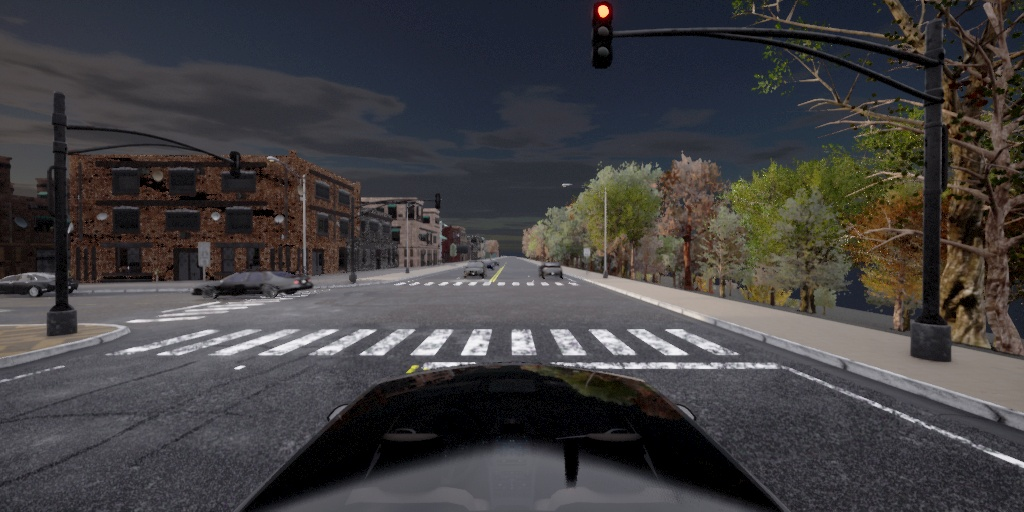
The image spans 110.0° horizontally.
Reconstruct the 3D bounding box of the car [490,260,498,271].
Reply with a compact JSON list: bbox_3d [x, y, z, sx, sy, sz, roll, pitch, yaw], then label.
[{"bbox_3d":[-3.326,1.342,48.317,1.895,1.301,4.718,0,0,0],"label":"car"}]

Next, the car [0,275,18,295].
[{"bbox_3d":[-25.055,1.620,15.195,4.902,1.511,2.128,-1,1,-1],"label":"car"}]

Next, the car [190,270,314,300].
[{"bbox_3d":[-13.392,1.451,18.689,5.357,1.411,2.033,-1,0,-1],"label":"car"}]

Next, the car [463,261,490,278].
[{"bbox_3d":[-3.316,1.246,33.068,1.837,1.490,4.892,0,0,0],"label":"car"}]

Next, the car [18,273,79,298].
[{"bbox_3d":[-28.288,1.669,21.060,4.403,1.370,2.007,0,0,-1],"label":"car"}]

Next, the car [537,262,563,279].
[{"bbox_3d":[3.384,1.234,32.029,2.128,1.511,4.902,0,0,0],"label":"car"}]
